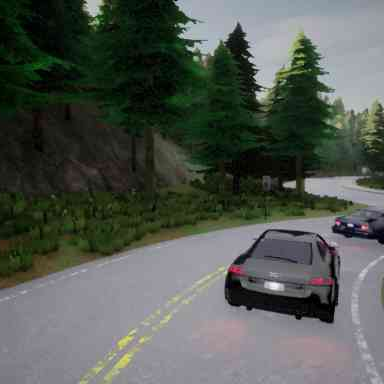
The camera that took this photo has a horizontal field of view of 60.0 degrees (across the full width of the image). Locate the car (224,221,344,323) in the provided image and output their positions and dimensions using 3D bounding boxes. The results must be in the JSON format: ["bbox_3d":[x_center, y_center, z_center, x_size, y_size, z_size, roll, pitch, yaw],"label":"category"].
[{"bbox_3d":[2.205,1.532,7.417,1.994,1.385,4.181,2,1,24],"label":"car"}]

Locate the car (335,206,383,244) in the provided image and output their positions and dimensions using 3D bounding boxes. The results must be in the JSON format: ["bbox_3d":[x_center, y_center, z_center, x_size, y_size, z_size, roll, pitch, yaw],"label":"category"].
[{"bbox_3d":[8.582,1.371,14.944,5.357,1.411,2.033,-1,5,-33],"label":"car"}]
